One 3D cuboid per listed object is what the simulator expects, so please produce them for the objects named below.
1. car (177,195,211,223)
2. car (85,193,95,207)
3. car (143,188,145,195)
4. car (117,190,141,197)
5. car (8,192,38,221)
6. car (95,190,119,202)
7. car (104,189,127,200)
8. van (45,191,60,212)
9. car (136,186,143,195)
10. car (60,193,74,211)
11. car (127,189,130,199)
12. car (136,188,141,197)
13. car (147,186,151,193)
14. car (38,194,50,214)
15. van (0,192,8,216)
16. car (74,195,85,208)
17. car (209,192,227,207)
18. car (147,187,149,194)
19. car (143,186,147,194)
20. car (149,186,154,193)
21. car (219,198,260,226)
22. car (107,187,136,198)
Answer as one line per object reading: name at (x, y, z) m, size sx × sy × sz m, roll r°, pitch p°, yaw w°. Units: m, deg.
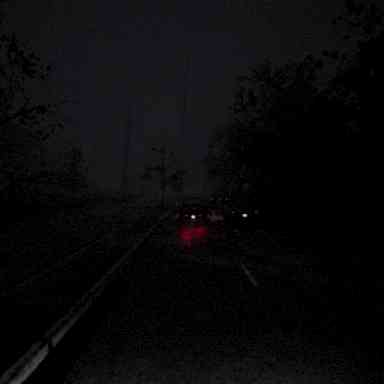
car at (0.075, 1.228, 22.680) m, size 1.837 × 1.490 × 4.892 m, roll 0°, pitch 1°, yaw 0°
car at (-13.867, 1.010, 37.639) m, size 4.792 × 1.488 × 2.163 m, roll -1°, pitch 1°, yaw -20°
car at (-13.915, 0.269, 76.661) m, size 4.674 × 1.452 × 2.002 m, roll -1°, pitch 1°, yaw -20°
car at (-13.936, 0.338, 73.636) m, size 4.792 × 1.488 × 2.163 m, roll -1°, pitch 2°, yaw -20°
car at (-13.863, 0.965, 22.703) m, size 5.566 × 2.045 × 2.435 m, roll -1°, pitch 1°, yaw -20°
car at (-13.873, 0.821, 49.644) m, size 4.792 × 1.488 × 2.163 m, roll -1°, pitch 1°, yaw -20°
car at (-14.073, 0.695, 55.566) m, size 5.366 × 1.575 × 1.946 m, roll -1°, pitch 1°, yaw -20°
van at (-13.999, 0.899, 28.610) m, size 4.442 × 1.987 × 1.878 m, roll -1°, pitch 1°, yaw -20°
car at (-13.938, 0.134, 70.631) m, size 5.566 × 2.045 × 2.435 m, roll -1°, pitch 2°, yaw -20°
car at (-13.862, 0.950, 31.647) m, size 4.553 × 1.767 × 2.185 m, roll -1°, pitch 1°, yaw -20°
car at (-13.908, 0.681, 58.639) m, size 4.674 × 1.452 × 2.002 m, roll -1°, pitch 1°, yaw -20°
car at (-13.736, 0.450, 67.711) m, size 5.366 × 1.575 × 1.946 m, roll -1°, pitch 1°, yaw -20°
car at (-13.910, -0.043, 85.655) m, size 5.008 × 1.535 × 2.097 m, roll -1°, pitch 2°, yaw -20°
car at (-13.881, 1.171, 25.675) m, size 4.892 × 1.521 × 2.231 m, roll -1°, pitch 1°, yaw -20°
van at (-13.778, 1.036, 19.750) m, size 4.442 × 1.987 × 1.878 m, roll -1°, pitch 1°, yaw -20°
car at (-13.886, 1.069, 34.621) m, size 4.674 × 1.452 × 2.002 m, roll -1°, pitch 1°, yaw -20°
car at (3.056, 0.822, 38.926) m, size 2.097 × 1.767 × 4.553 m, roll 0°, pitch 1°, yaw 0°
car at (-13.918, 0.090, 82.658) m, size 4.674 × 1.452 × 2.002 m, roll -1°, pitch 2°, yaw -20°
car at (-13.946, 0.015, 79.643) m, size 4.553 × 1.767 × 2.185 m, roll -1°, pitch 2°, yaw -20°
car at (-13.893, -0.205, 91.670) m, size 4.792 × 1.488 × 2.163 m, roll -1°, pitch 2°, yaw -20°
car at (3.076, 1.308, 21.383) m, size 1.994 × 1.385 × 4.181 m, roll 0°, pitch 1°, yaw 0°
car at (-13.882, 0.336, 61.653) m, size 5.566 × 2.045 × 2.435 m, roll -1°, pitch 1°, yaw -20°
